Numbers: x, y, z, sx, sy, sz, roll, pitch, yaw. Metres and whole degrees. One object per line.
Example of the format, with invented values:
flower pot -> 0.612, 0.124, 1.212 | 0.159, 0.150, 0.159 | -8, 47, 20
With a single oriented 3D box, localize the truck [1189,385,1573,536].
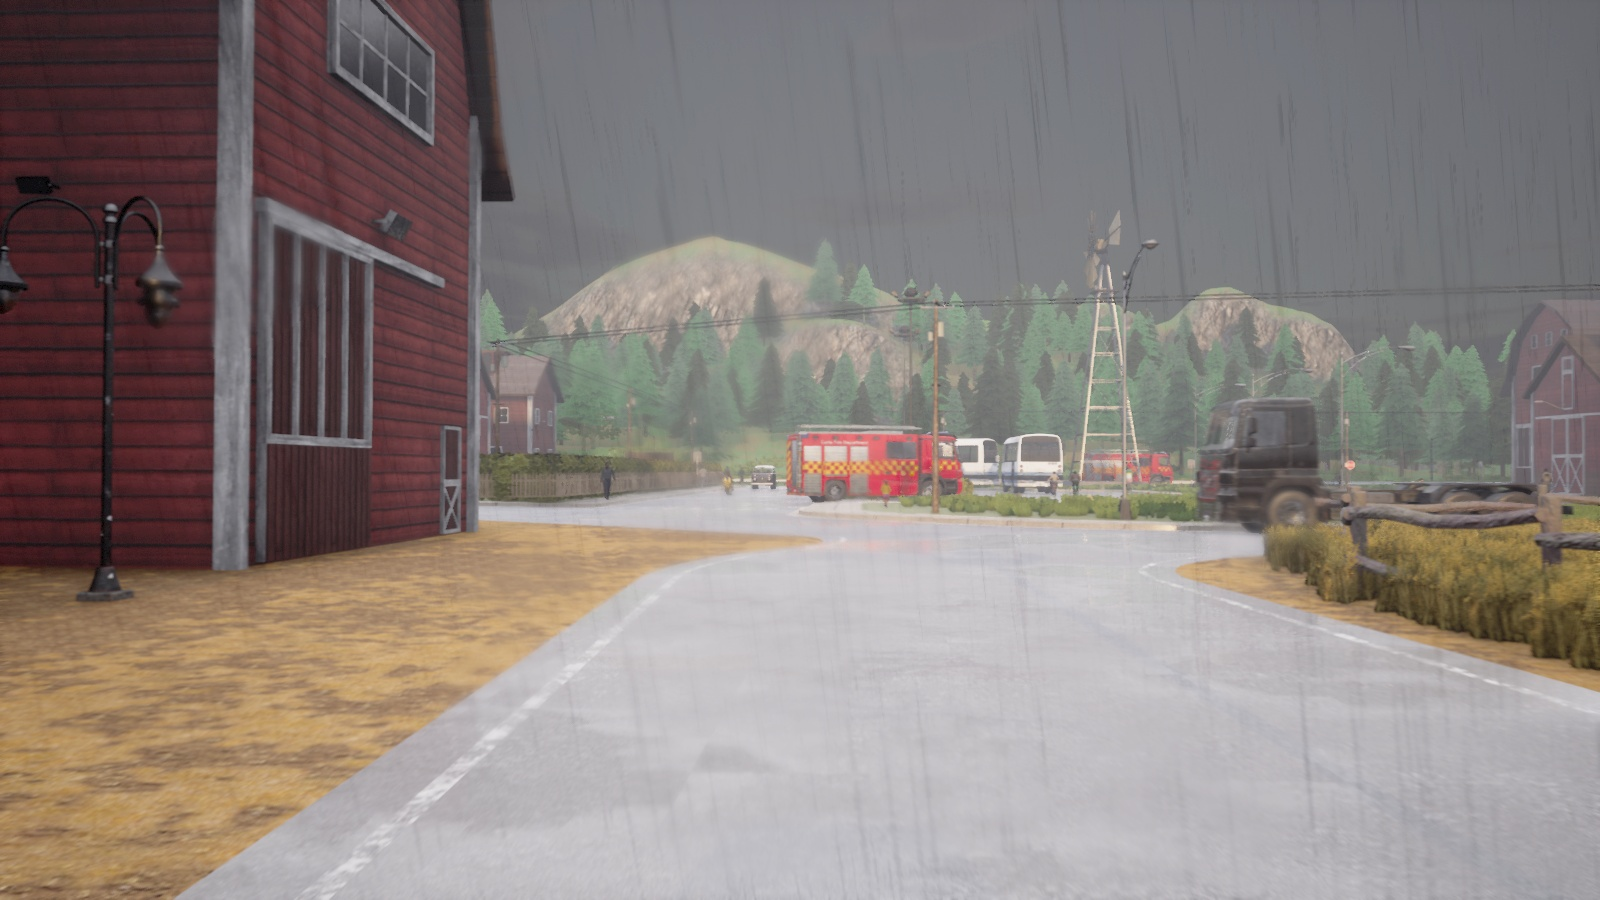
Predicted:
truck -> 13.846, 0.288, 30.525 | 7.936, 3.462, 2.891 | 0, -1, 5

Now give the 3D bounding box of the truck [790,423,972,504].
truck -> 3.980, 0.673, 62.070 | 8.468, 3.827, 2.891 | 0, -1, -16

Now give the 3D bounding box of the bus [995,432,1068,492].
bus -> 17.135, 0.940, 93.834 | 3.944, 4.253, 10.273 | 0, -1, 2

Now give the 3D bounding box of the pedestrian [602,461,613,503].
pedestrian -> -9.108, 1.501, 59.439 | 0.423, 1.949, 0.788 | 0, -1, -4
